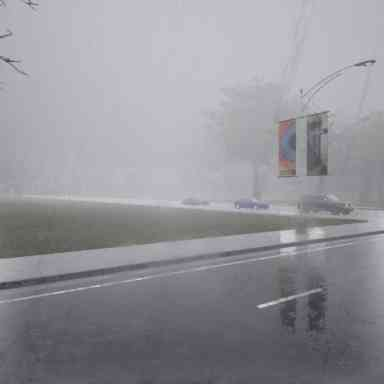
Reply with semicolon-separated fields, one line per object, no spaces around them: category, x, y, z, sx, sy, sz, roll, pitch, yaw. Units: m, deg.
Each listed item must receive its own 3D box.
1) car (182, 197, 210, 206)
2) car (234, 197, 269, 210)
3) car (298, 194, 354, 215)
car;0.561;1.479;51.769;2.033;1.411;5.357;0;0;-36
car;7.510;1.444;42.239;1.882;1.535;5.008;0;0;-36
car;13.524;1.224;34.007;2.150;2.045;5.566;0;0;-36
